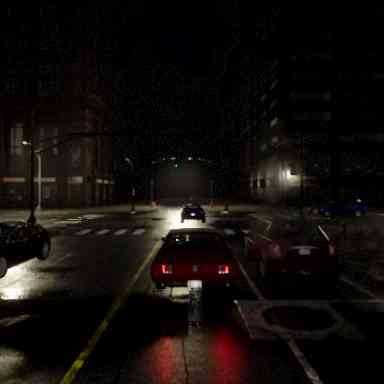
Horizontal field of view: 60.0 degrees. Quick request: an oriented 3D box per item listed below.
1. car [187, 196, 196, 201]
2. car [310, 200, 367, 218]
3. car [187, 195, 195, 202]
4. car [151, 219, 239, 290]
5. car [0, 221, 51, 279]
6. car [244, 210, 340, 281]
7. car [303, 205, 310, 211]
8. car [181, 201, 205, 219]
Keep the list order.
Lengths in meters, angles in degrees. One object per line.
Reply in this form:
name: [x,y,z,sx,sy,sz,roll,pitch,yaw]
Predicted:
car: [-0.188,1.827,78.325,2.097,1.767,4.553,0,0,0]
car: [14.136,1.653,31.664,4.674,1.442,1.812,0,0,2]
car: [-0.241,1.759,88.334,2.097,1.767,4.553,0,0,0]
car: [0.072,1.651,9.196,1.895,1.301,4.718,0,0,0]
car: [-5.778,1.606,10.034,2.008,1.369,4.403,0,0,0]
car: [2.747,1.495,10.046,1.967,1.590,4.097,0,0,0]
car: [14.169,1.634,34.904,4.892,1.490,1.837,0,0,1]
car: [0.088,1.727,27.900,1.994,1.385,4.181,0,0,0]
